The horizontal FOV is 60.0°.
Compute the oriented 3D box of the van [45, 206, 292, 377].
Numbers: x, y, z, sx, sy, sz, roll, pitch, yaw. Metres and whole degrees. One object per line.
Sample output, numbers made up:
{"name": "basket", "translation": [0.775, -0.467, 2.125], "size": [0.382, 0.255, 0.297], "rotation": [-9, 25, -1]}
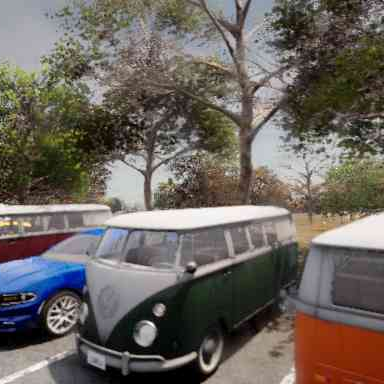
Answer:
{"name": "van", "translation": [0.236, 1.258, 5.447], "size": [1.878, 1.987, 4.442], "rotation": [-1, 0, 35]}

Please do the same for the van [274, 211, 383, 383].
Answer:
{"name": "van", "translation": [2.735, 1.254, 3.952], "size": [1.878, 1.987, 4.442], "rotation": [0, 0, 35]}

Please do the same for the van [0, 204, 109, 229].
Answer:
{"name": "van", "translation": [-4.154, 1.336, 8.576], "size": [1.878, 1.987, 4.442], "rotation": [-1, -1, 35]}

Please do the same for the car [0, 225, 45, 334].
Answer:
{"name": "car", "translation": [-1.825, 1.513, 7.066], "size": [2.097, 1.535, 5.008], "rotation": [-1, -1, 35]}
